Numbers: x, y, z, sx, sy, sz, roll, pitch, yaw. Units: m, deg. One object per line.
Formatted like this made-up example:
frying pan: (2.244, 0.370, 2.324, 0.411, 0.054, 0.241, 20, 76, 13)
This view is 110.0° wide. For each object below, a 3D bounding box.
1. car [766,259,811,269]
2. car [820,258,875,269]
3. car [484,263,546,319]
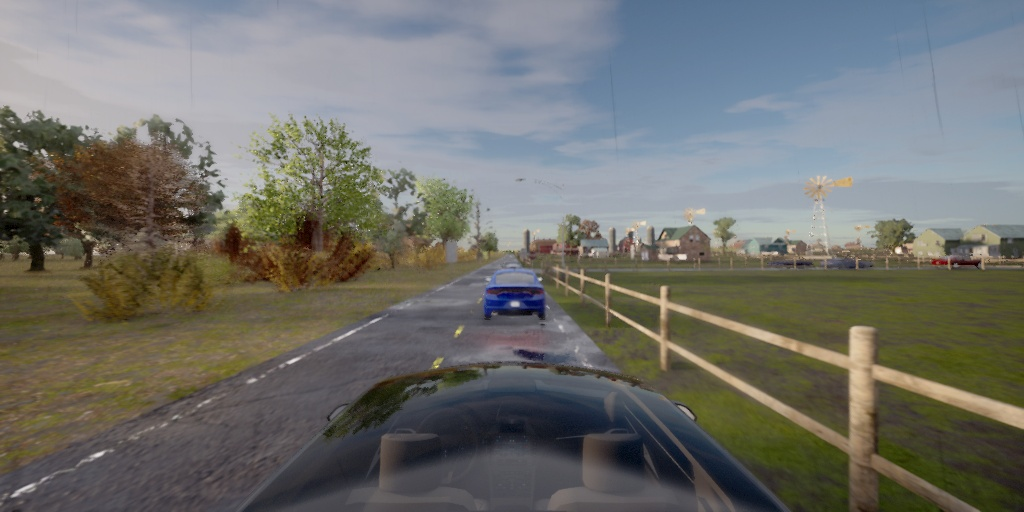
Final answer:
car: (35.769, 0.992, 46.466, 4.718, 1.301, 1.895, 0, 0, -1)
car: (40.837, 0.907, 43.719, 5.357, 1.411, 2.033, 0, 0, -1)
car: (0.085, 1.183, 12.587, 1.882, 1.535, 5.008, 0, 1, 0)
